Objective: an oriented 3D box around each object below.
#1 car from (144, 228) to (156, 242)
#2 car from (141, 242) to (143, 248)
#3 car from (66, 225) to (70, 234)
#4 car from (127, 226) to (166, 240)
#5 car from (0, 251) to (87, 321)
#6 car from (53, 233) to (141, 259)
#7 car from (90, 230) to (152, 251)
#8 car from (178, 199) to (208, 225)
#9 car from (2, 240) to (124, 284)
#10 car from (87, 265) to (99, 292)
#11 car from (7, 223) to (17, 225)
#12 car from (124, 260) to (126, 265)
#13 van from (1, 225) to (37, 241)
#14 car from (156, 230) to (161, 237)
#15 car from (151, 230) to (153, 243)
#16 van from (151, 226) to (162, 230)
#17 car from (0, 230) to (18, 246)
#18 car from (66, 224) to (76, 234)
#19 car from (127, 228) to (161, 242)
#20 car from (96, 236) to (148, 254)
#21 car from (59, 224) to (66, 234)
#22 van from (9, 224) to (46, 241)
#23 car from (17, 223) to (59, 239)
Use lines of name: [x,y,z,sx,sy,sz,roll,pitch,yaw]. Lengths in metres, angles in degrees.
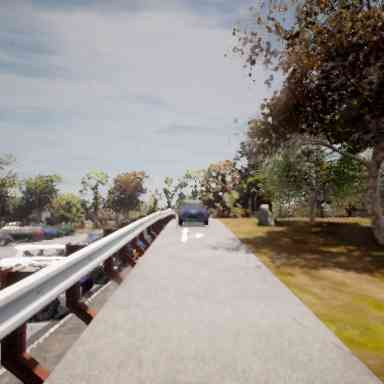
car: [-6.959,5.511,38.973,4.553,1.767,2.185,2,-5,-20]
car: [-7.050,4.752,26.840,5.366,1.575,1.946,2,-4,-20]
car: [-23.922,6.979,57.117,4.792,1.488,2.163,1,-5,-20]
car: [-6.986,6.256,51.020,5.566,2.045,2.435,2,-4,-20]
car: [-6.840,3.416,11.841,5.566,2.045,2.435,2,-4,-20]
car: [-6.894,4.292,23.904,5.566,2.045,2.435,2,-4,-20]
car: [-6.858,4.731,29.951,5.566,2.045,2.435,2,-5,-20]
car: [0.102,1.420,24.890,2.097,1.767,4.553,0,0,0]
car: [-6.808,3.856,17.892,5.566,2.045,2.435,2,-5,-20]
car: [-6.858,3.915,14.836,4.792,1.488,2.163,2,-4,-20]
car: [-39.683,7.872,73.320,2.435,2.045,5.566,1,-4,-19]
car: [-6.867,4.326,20.887,4.892,1.521,2.231,2,-5,-20]
van: [-24.005,5.868,45.263,4.442,1.987,1.878,1,-4,-20]
car: [-6.927,5.856,41.976,4.892,1.521,2.231,2,-4,-20]
car: [-6.939,5.292,35.951,4.553,1.767,2.185,2,-5,-20]
van: [-6.835,5.852,45.053,4.442,1.987,1.878,2,-5,-20]
car: [-23.870,5.670,39.395,4.892,1.521,2.231,1,-4,-20]
car: [-23.974,6.910,60.047,5.566,2.045,2.435,1,-4,-20]
car: [-6.922,6.166,48.020,4.553,1.767,2.185,2,-4,-20]
car: [-6.930,5.228,32.924,4.792,1.488,2.163,2,-4,-20]
car: [-23.906,6.485,54.178,5.566,2.045,2.435,1,-5,-20]
van: [-24.016,6.082,48.214,4.442,1.987,1.878,1,-4,-20]
car: [-23.896,6.272,51.226,5.566,2.045,2.435,1,-5,-20]
